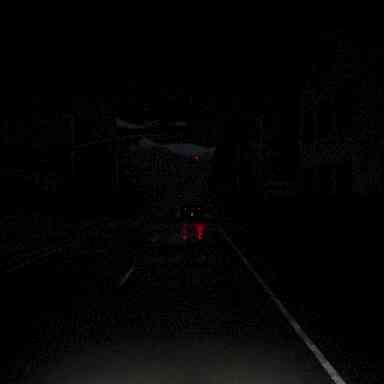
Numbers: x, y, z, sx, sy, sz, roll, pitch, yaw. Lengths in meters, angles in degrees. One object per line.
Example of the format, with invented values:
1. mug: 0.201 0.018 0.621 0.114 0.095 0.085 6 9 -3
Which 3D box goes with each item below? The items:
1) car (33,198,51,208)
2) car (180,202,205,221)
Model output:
1. car: -22.175 1.745 51.695 4.611 1.667 2.242 0 0 0
2. car: 0.041 1.551 27.783 2.128 1.511 4.902 0 -1 1
